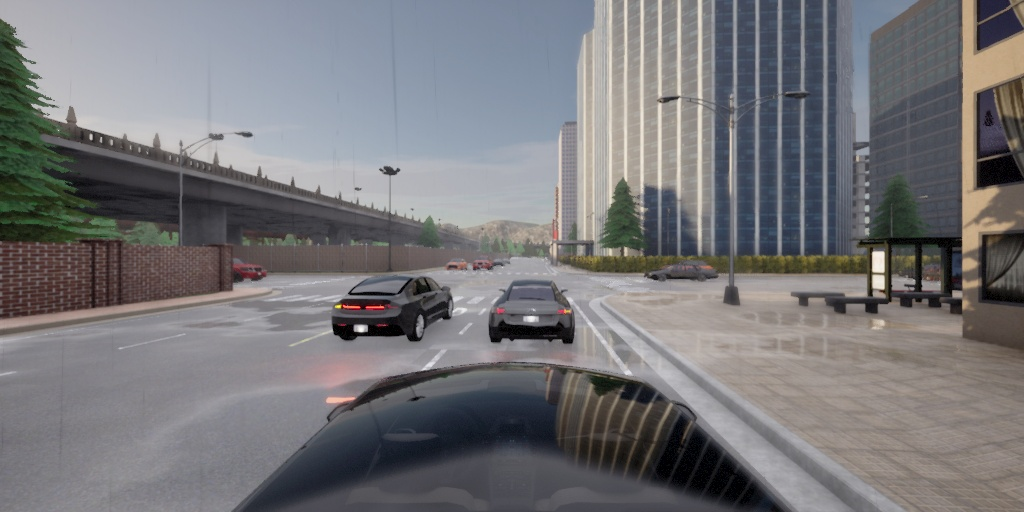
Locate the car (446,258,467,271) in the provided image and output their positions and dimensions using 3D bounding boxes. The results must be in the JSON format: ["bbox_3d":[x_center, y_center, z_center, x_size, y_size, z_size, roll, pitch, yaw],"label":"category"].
[{"bbox_3d":[-7.412,1.082,48.072,2.097,1.767,4.553,0,0,5],"label":"car"}]

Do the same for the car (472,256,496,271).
[{"bbox_3d":[-3.872,0.953,48.328,2.150,2.045,5.566,0,0,4],"label":"car"}]

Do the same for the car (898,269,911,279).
[{"bbox_3d":[36.627,1.339,30.632,5.357,1.411,2.033,0,0,5],"label":"car"}]

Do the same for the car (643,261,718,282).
[{"bbox_3d":[13.507,1.341,28.853,5.357,1.411,2.033,0,0,4],"label":"car"}]

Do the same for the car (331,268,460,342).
[{"bbox_3d":[-2.943,1.252,9.829,1.837,1.490,4.892,0,0,4],"label":"car"}]

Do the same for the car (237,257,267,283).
[{"bbox_3d":[-22.155,1.015,27.750,5.566,2.045,2.150,0,0,4],"label":"car"}]

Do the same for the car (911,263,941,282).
[{"bbox_3d":[34.160,1.144,27.317,4.553,1.767,2.097,0,0,5],"label":"car"}]

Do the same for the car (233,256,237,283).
[{"bbox_3d":[-22.267,1.018,24.244,5.566,2.045,2.150,0,0,4],"label":"car"}]

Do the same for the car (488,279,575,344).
[{"bbox_3d":[0.557,1.311,9.632,1.994,1.385,4.181,0,0,4],"label":"car"}]
